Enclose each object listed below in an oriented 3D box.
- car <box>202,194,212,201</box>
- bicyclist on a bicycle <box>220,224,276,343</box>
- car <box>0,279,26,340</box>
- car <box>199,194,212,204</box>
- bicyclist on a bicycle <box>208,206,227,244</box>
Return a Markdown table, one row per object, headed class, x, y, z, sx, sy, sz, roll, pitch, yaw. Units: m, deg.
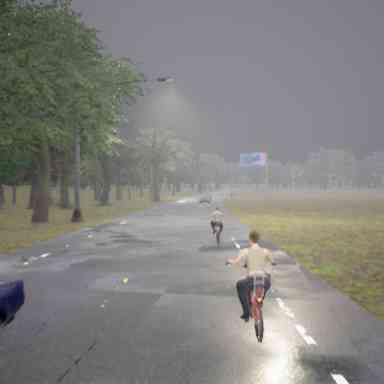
| class | x | y | z | sx | sy | sz | roll | pitch | yaw |
| --- | --- | --- | --- | --- | --- | --- | --- | --- | --- |
| car | 3.398 | 1.223 | 73.970 | 1.994 | 1.385 | 4.181 | 0 | 1 | 5 |
| bicyclist on a bicycle | 0.999 | 1.425 | 5.436 | 0.866 | 1.612 | 1.509 | 0 | -1 | 0 |
| car | -3.576 | 1.593 | 3.038 | 1.895 | 1.301 | 4.718 | 0 | 0 | 0 |
| car | 2.338 | 1.376 | 59.498 | 1.895 | 1.301 | 4.718 | 0 | 0 | 4 |
| bicyclist on a bicycle | 1.119 | 1.405 | 14.676 | 0.866 | 1.612 | 1.509 | 0 | 0 | 1 |
